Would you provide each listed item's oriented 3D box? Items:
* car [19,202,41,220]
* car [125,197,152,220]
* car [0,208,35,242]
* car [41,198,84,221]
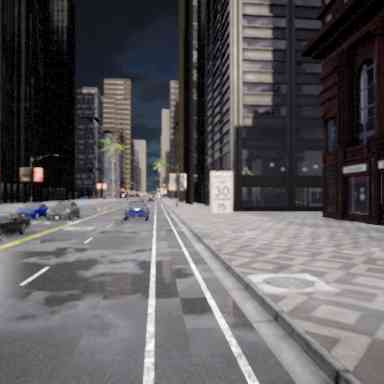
[{"bbox_3d":[-15.009,1.774,31.519,1.882,1.535,5.008,0,0,-6],"label":"car"},{"bbox_3d":[-5.109,1.648,31.378,2.097,1.767,4.553,0,-1,-6],"label":"car"},{"bbox_3d":[-10.246,1.761,17.420,1.895,1.301,4.718,0,-1,-6],"label":"car"},{"bbox_3d":[-11.612,1.640,30.272,2.097,1.767,4.553,0,-1,-6],"label":"car"}]
